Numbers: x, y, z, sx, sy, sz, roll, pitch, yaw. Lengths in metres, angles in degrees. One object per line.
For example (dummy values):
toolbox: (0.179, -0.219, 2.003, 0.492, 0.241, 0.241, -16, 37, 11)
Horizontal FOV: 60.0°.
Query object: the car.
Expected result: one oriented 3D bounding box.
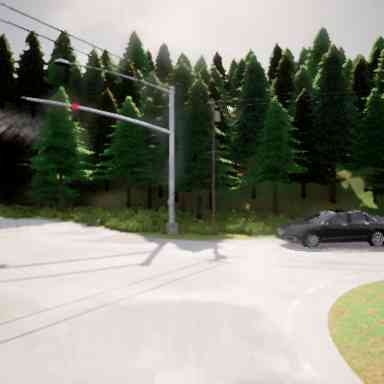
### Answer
car: (6.115, 1.526, 14.320, 4.892, 1.490, 1.837, 0, 0, -7)
